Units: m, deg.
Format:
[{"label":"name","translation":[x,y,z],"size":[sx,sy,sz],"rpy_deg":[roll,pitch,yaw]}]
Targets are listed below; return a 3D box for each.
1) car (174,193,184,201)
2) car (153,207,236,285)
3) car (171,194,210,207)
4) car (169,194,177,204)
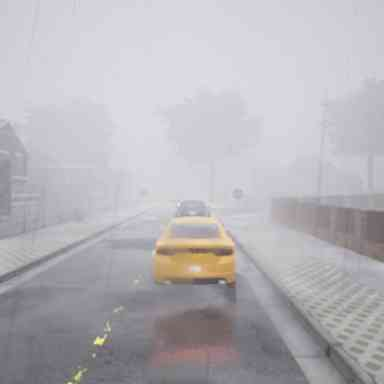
[{"label":"car","translation":[-2.787,1.070,72.398],"size":[1.882,1.535,5.008],"rpy_deg":[0,0,0]},{"label":"car","translation":[0.077,1.426,9.340],"size":[1.882,1.535,5.008],"rpy_deg":[0,1,0]},{"label":"car","translation":[0.051,1.239,20.582],"size":[2.097,1.767,4.553],"rpy_deg":[0,0,0]},{"label":"car","translation":[-2.854,1.209,56.655],"size":[1.812,1.442,4.674],"rpy_deg":[0,0,0]}]
